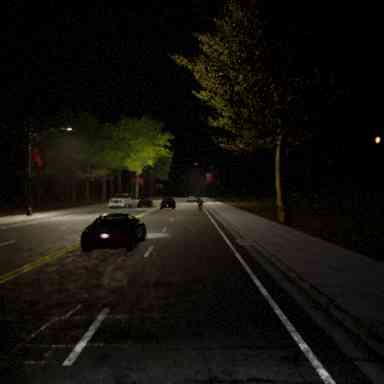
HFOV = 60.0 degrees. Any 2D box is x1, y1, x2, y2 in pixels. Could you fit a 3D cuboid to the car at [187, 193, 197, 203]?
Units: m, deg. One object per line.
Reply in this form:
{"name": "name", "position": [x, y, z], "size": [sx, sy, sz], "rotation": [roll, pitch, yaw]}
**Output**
{"name": "car", "position": [-0.005, 1.564, 71.686], "size": [2.033, 1.411, 5.357], "rotation": [0, 0, 0]}

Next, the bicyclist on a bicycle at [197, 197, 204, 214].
{"name": "bicyclist on a bicycle", "position": [0.891, 1.452, 33.119], "size": [0.582, 1.620, 1.656], "rotation": [0, 0, 0]}

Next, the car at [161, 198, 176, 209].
{"name": "car", "position": [-3.153, 1.530, 44.741], "size": [1.812, 1.442, 4.674], "rotation": [0, 0, 0]}

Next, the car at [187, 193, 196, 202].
{"name": "car", "position": [-0.005, 1.259, 82.482], "size": [2.150, 2.045, 5.566], "rotation": [0, 0, 0]}

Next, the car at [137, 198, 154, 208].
{"name": "car", "position": [-6.569, 1.554, 47.331], "size": [2.033, 1.411, 5.357], "rotation": [0, 0, 0]}

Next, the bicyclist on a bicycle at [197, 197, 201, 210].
{"name": "bicyclist on a bicycle", "position": [0.891, 1.456, 42.242], "size": [0.582, 1.620, 1.656], "rotation": [0, 0, 0]}

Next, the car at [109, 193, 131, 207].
{"name": "car", "position": [-9.832, 1.227, 45.843], "size": [2.150, 2.045, 5.566], "rotation": [0, 0, 0]}

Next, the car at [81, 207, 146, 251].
{"name": "car", "position": [-3.151, 1.562, 14.015], "size": [1.994, 1.385, 4.181], "rotation": [0, 0, 0]}
